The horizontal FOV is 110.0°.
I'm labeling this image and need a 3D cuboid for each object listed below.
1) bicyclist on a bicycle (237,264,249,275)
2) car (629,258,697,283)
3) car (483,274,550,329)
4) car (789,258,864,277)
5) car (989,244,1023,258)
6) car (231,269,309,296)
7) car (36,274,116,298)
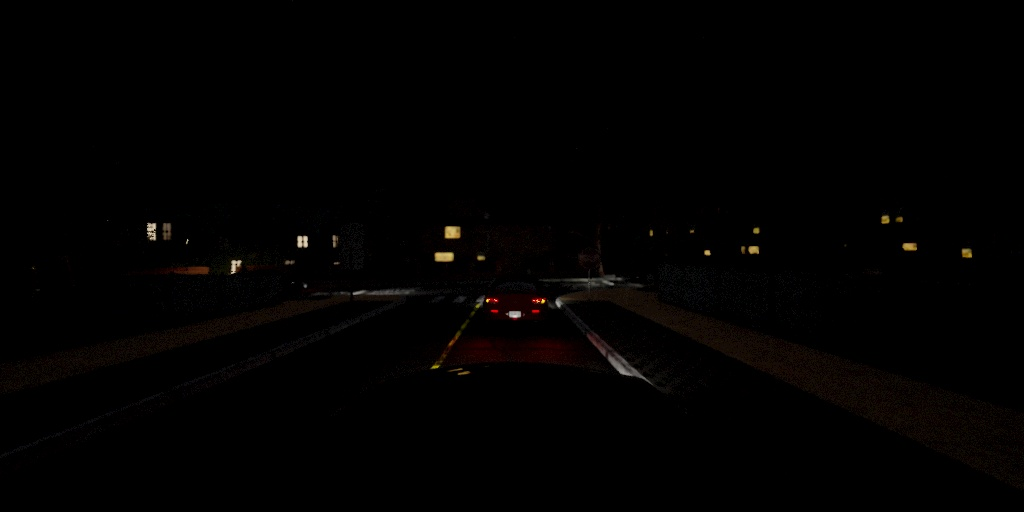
[{"bbox_3d":[-20.157,1.443,27.048,0.582,1.620,1.656,-1,1,0],"label":"bicyclist on a bicycle"},{"bbox_3d":[10.474,0.935,24.151,5.008,1.535,1.882,-1,1,-1],"label":"car"},{"bbox_3d":[0.181,1.285,11.212,1.812,1.442,4.674,0,0,3],"label":"car"},{"bbox_3d":[20.600,0.818,24.195,4.718,1.301,1.895,-1,1,0],"label":"car"},{"bbox_3d":[35.795,0.076,24.188,5.566,2.045,2.150,-2,1,0],"label":"car"},{"bbox_3d":[-14.678,1.585,21.205,4.902,1.511,2.128,-1,1,0],"label":"car"},{"bbox_3d":[-24.896,1.839,21.198,4.892,1.490,1.837,-1,1,0],"label":"car"}]
